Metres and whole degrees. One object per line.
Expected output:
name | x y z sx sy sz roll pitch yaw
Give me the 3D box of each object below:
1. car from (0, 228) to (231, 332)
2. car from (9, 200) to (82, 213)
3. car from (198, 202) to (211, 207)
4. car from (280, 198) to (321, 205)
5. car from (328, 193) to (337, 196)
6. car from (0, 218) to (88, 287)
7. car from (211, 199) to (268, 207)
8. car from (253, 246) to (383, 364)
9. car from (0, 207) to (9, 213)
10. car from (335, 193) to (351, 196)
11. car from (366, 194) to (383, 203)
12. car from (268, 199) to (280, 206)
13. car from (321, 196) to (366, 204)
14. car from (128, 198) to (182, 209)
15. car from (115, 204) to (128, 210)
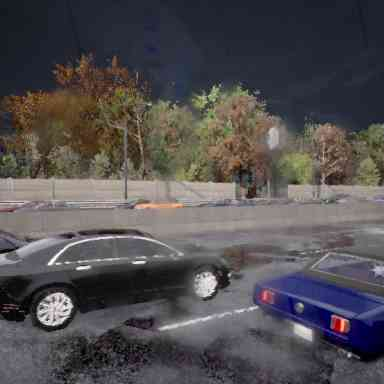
car | -1.454 1.505 6.803 4.892 1.490 1.837 0 0 -30
car | -11.098 1.492 25.722 4.902 1.511 2.128 0 0 -30
car | 3.222 1.548 38.156 5.357 1.411 2.033 0 0 -30
car | 13.487 1.493 40.096 4.902 1.511 2.128 0 0 -30
car | 21.033 1.229 48.557 5.566 2.045 2.150 0 0 -30
car | -5.619 1.547 8.423 5.357 1.411 2.033 0 0 -30
car | 5.080 1.548 35.182 5.357 1.411 2.033 0 0 -31
car | 3.412 1.600 5.594 4.718 1.301 1.895 0 0 -30
car | -13.590 1.478 28.322 5.008 1.535 1.882 0 0 -30
car | 22.007 1.358 45.076 4.553 1.767 2.097 0 0 -30
car | 21.309 1.225 36.559 5.566 2.045 2.150 0 0 -30
car | 12.106 1.550 43.341 5.357 1.411 2.033 0 0 -30
car | 17.553 1.528 38.404 4.674 1.442 1.812 0 0 -30
car | -3.112 1.352 30.391 4.553 1.767 2.097 0 0 -30
car | -5.216 1.505 33.212 4.892 1.490 1.837 0 0 -30
